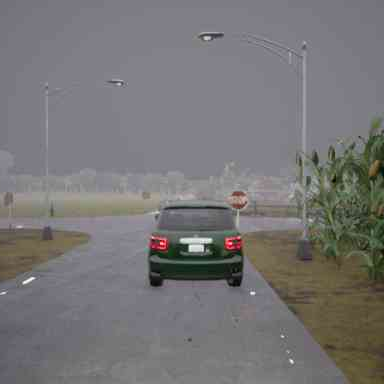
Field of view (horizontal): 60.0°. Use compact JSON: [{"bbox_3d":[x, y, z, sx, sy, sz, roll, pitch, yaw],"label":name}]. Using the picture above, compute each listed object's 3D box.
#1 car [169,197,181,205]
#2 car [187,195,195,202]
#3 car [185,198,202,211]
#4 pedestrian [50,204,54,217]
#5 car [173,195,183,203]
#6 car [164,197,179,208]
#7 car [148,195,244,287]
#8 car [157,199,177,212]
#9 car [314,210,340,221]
[{"bbox_3d":[-2.948,1.580,58.373,1.994,1.385,4.181,0,0,0],"label":"car"},{"bbox_3d":[-0.166,1.511,80.811,1.882,1.535,5.008,0,0,0],"label":"car"},{"bbox_3d":[0.124,1.553,41.894,2.033,1.411,5.357,0,0,-2],"label":"car"},{"bbox_3d":[-12.241,1.625,29.158,0.500,1.100,0.500,0,2,0],"label":"pedestrian"},{"bbox_3d":[-2.896,1.501,68.435,1.882,1.535,5.008,0,0,0],"label":"car"},{"bbox_3d":[-2.938,1.487,48.561,1.882,1.535,5.008,0,0,0],"label":"car"},{"bbox_3d":[0.086,1.222,9.436,2.150,2.045,5.566,0,0,0],"label":"car"},{"bbox_3d":[-2.928,1.569,39.827,1.994,1.385,4.181,0,0,0],"label":"car"},{"bbox_3d":[12.560,1.532,26.277,5.357,1.411,2.033,0,2,0],"label":"car"}]
